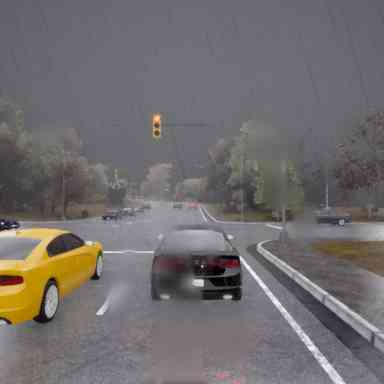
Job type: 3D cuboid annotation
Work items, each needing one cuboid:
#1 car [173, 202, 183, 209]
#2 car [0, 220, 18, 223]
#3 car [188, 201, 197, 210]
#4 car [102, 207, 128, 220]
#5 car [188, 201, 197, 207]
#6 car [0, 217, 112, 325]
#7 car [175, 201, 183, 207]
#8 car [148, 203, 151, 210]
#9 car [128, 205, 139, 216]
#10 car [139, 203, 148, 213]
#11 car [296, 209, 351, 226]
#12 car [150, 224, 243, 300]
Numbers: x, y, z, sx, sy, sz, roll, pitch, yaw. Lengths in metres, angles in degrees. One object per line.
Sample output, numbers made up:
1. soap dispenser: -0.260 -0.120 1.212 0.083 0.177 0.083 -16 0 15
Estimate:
1. car: -3.370 3.189 76.721 1.837 1.490 4.892 0 0 0
2. car: -13.904 2.122 21.969 4.718 1.301 1.895 0 -2 8
3. car: 0.131 3.047 76.210 2.097 1.767 4.553 0 0 0
4. car: -10.535 3.005 44.796 2.033 1.411 5.357 0 -2 1
5. car: 0.045 3.168 86.367 2.033 1.411 5.357 0 0 -3
6. car: -3.408 1.543 7.336 1.882 1.535 5.008 0 -1 0
7. car: -3.471 3.173 86.790 1.994 1.385 4.181 0 0 -3
8. car: -10.372 3.236 75.352 2.033 1.411 5.357 0 0 0
9. car: -10.491 3.215 54.667 1.812 1.442 4.674 0 -1 0
10. car: -10.431 3.251 64.771 2.128 1.511 4.902 0 0 1
11. car: 12.449 2.441 31.612 4.892 1.490 1.837 0 -2 0
12. car: 0.098 1.566 8.579 1.882 1.535 5.008 0 -1 0
